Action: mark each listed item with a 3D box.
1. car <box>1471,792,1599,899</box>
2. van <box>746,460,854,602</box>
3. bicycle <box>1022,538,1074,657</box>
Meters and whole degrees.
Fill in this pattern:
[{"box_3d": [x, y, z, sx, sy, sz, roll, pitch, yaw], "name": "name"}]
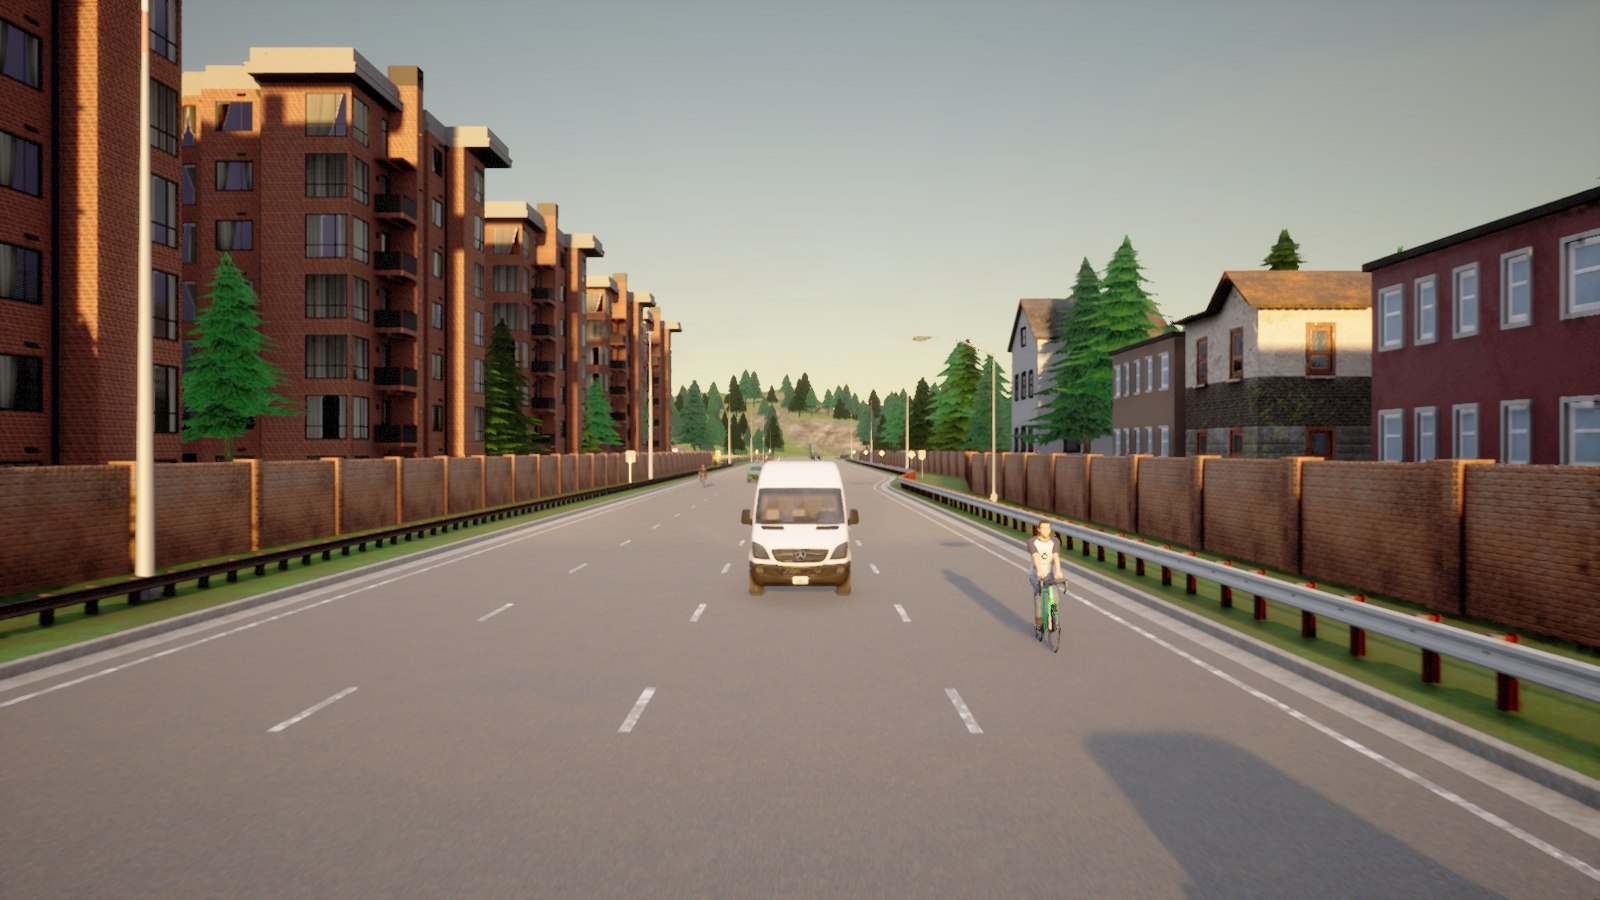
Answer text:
[{"box_3d": [3.502, 2.038, 2.002, 2.007, 1.525, 4.514, 0, 0, 0], "name": "car"}, {"box_3d": [0.007, 1.524, 23.997, 1.988, 2.561, 5.915, 0, 0, 0], "name": "van"}, {"box_3d": [3.503, 2.048, 16.225, 0.373, 1.496, 1.643, 0, -1, 0], "name": "bicycle"}]
